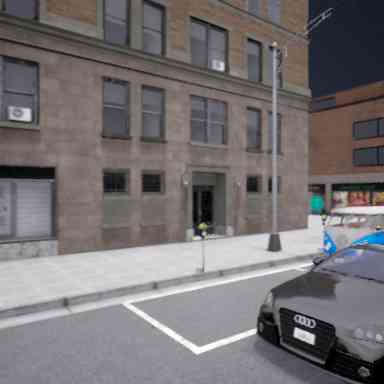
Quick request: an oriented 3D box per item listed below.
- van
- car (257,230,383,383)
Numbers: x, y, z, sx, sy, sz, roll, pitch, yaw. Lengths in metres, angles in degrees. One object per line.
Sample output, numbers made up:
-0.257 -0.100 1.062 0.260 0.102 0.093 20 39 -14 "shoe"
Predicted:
5.729 1.344 10.304 3.998 1.788 1.690 0 0 -36 "van"
2.983 1.565 5.200 4.181 1.385 1.994 0 0 -36 "car"
